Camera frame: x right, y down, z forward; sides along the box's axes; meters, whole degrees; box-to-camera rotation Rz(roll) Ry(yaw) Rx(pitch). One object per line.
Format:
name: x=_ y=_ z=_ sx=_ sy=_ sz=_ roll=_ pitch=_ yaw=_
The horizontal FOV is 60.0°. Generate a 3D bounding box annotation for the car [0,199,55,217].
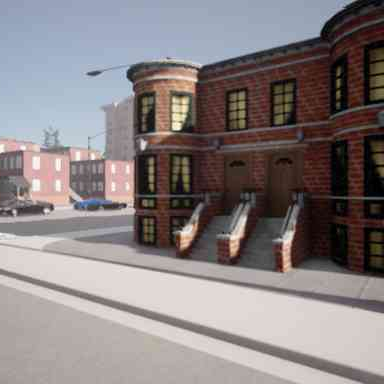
car: x=-15.339 y=1.452 z=31.051 sx=2.128 sy=1.511 sz=4.902 roll=0 pitch=0 yaw=36

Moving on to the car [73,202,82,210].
car: x=-12.318 y=1.434 z=41.317 sx=1.882 sy=1.535 sz=5.008 roll=0 pitch=0 yaw=35

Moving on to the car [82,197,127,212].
car: x=-9.911 y=1.560 z=38.660 sx=1.895 sy=1.301 sz=4.718 roll=0 pitch=0 yaw=36
